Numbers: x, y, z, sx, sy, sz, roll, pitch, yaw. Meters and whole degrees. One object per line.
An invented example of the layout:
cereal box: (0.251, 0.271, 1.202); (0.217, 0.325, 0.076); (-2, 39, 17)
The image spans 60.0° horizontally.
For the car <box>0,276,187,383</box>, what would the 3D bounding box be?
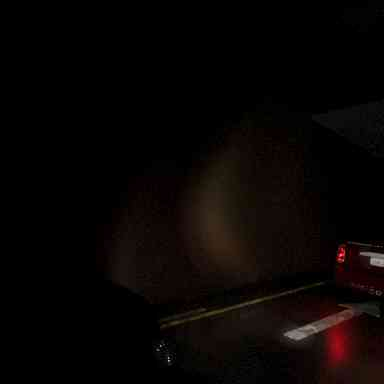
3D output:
car: (-2.705, 1.221, 1.856); (5.566, 2.045, 2.150); (0, 0, -35)

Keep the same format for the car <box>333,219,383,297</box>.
car: (5.270, 1.352, 7.540); (4.553, 1.767, 2.097); (0, 0, -35)
